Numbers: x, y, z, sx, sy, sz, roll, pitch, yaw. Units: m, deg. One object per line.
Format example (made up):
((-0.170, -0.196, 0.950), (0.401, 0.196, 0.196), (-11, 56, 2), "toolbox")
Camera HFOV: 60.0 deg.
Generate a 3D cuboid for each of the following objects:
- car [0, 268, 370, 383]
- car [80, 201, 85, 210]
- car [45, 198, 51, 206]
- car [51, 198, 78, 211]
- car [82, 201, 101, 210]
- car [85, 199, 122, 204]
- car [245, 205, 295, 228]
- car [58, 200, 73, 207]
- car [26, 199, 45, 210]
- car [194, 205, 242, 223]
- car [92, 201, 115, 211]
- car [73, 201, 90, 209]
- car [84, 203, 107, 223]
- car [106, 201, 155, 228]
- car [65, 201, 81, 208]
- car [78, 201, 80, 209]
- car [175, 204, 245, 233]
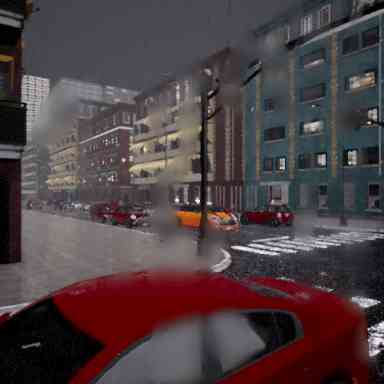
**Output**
((-0.549, 1.477, 2.595), (5.008, 1.535, 1.882), (0, 0, -37), "car")
((-13.990, 2.091, 47.311), (1.812, 1.442, 4.674), (0, -1, -35), "car")
((-32.850, 2.329, 78.665), (2.192, 1.841, 5.009), (-1, 0, -35), "car")
((-19.094, 1.782, 49.742), (2.097, 1.767, 4.553), (0, -1, -35), "car")
((-16.946, 2.259, 55.929), (1.802, 1.307, 4.206), (-1, 0, -35), "car")
((-9.518, 1.891, 35.884), (1.882, 1.535, 5.008), (0, -1, -35), "car")
((5.318, 1.640, 24.106), (1.967, 1.590, 4.097), (-1, 0, -35), "car")
((-26.486, 2.430, 69.570), (2.008, 1.369, 4.403), (-1, 0, -35), "car")
((-26.574, 2.171, 55.943), (1.967, 1.590, 4.097), (-1, 0, -35), "car")
((2.137, 1.850, 28.650), (1.802, 1.307, 4.206), (-1, 0, -35), "car")
((-13.766, 2.160, 51.382), (2.008, 1.369, 4.403), (-1, 0, -35), "car")
((-20.126, 2.326, 60.476), (1.802, 1.307, 4.206), (-1, 0, -35), "car")
((-7.492, 1.904, 28.660), (1.802, 1.307, 4.206), (-1, 0, -35), "car")
((-4.314, 1.694, 24.114), (1.967, 1.590, 4.097), (-1, 0, -35), "car")
((-23.306, 2.378, 65.023), (1.947, 1.339, 4.313), (-1, 0, -35), "car")
((-19.687, 2.212, 55.388), (1.812, 1.442, 4.674), (0, -1, -35), "car")
((0.834, 1.544, 21.085), (2.097, 1.767, 4.553), (0, -1, -35), "car")
